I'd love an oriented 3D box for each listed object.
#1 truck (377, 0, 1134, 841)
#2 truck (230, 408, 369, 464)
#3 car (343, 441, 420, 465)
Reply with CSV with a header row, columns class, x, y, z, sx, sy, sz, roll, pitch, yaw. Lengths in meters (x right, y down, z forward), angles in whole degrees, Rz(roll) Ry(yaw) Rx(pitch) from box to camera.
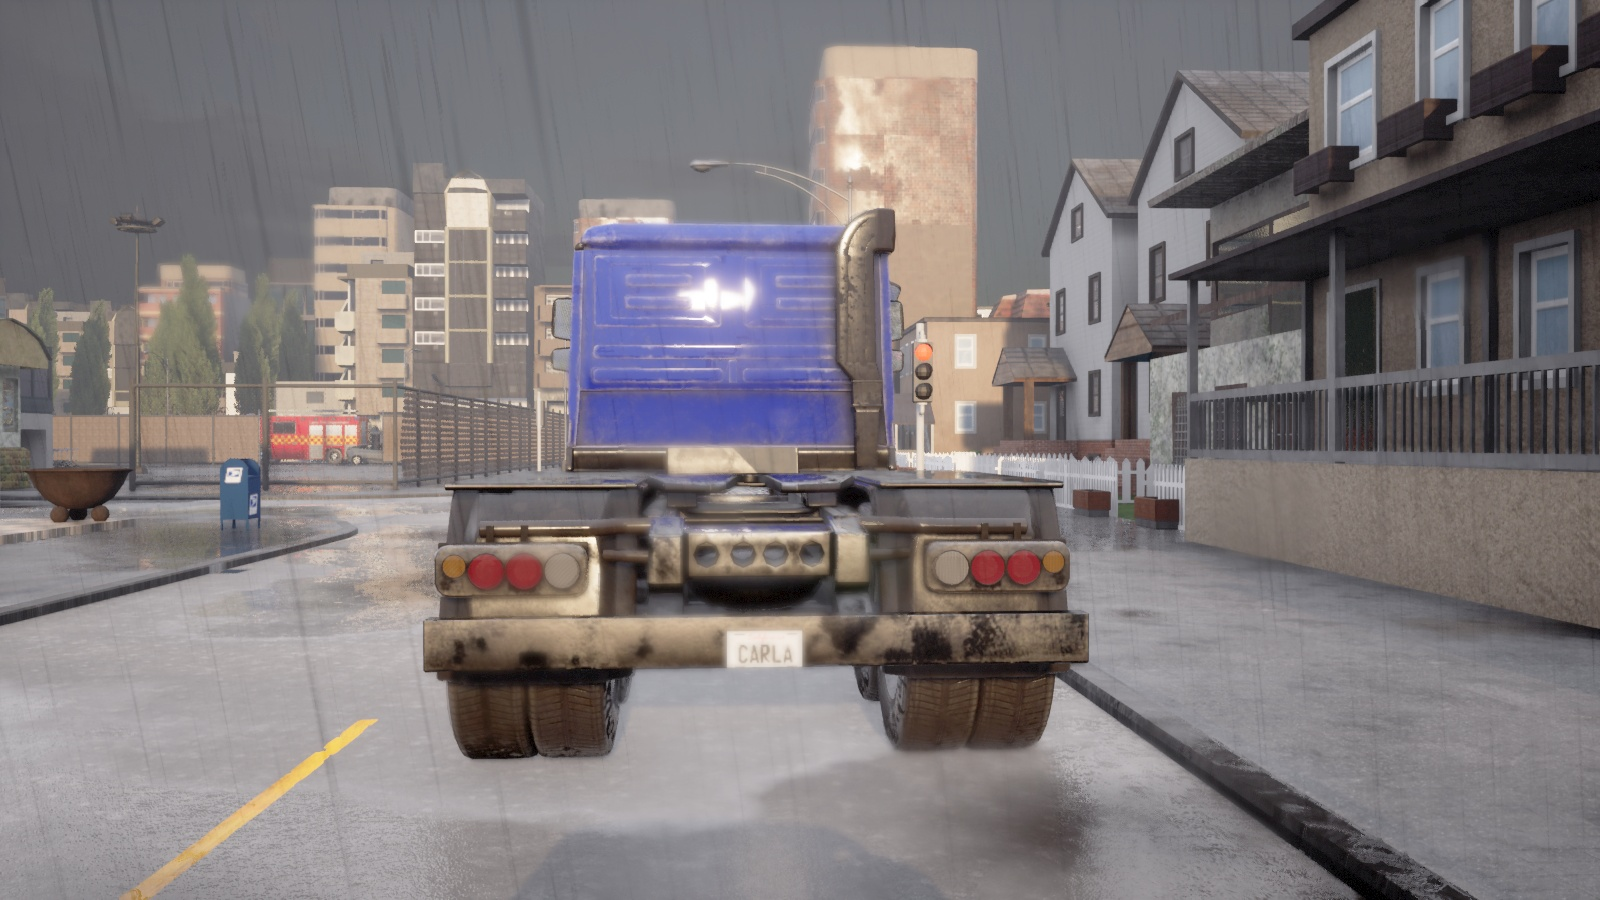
class,x,y,z,sx,sy,sz,roll,pitch,yaw
truck,-0.432,-0.285,8.765,2.891,3.462,7.936,0,0,-4
truck,-34.798,-0.940,87.533,8.468,3.827,2.891,0,0,-3
car,-27.921,0.197,83.916,4.514,1.525,2.007,0,0,-3
